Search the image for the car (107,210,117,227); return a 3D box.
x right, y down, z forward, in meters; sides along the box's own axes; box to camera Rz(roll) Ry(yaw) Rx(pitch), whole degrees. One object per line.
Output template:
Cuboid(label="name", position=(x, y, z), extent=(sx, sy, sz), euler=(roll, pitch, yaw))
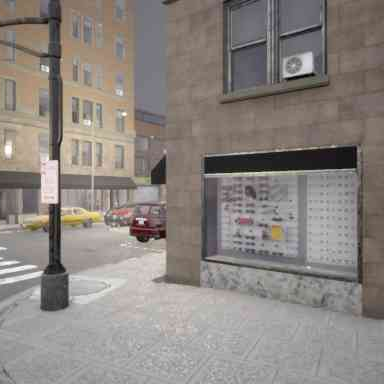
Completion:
Cuboid(label="car", position=(-3.357, 1.337, 21.559), extent=(2.097, 1.767, 4.553), euler=(0, 0, 35))

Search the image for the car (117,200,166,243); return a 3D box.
Cuboid(label="car", position=(-0.676, 1.305, 15.314), extent=(2.192, 1.841, 5.009), euler=(0, 0, 35))

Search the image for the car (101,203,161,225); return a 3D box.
Cuboid(label="car", position=(-4.425, 1.548, 24.850), extent=(1.947, 1.339, 4.313), euler=(0, 0, 35))

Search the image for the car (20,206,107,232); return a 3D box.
Cuboid(label="car", position=(-7.754, 1.519, 20.070), extent=(1.752, 1.417, 4.829), euler=(0, 0, 35))
